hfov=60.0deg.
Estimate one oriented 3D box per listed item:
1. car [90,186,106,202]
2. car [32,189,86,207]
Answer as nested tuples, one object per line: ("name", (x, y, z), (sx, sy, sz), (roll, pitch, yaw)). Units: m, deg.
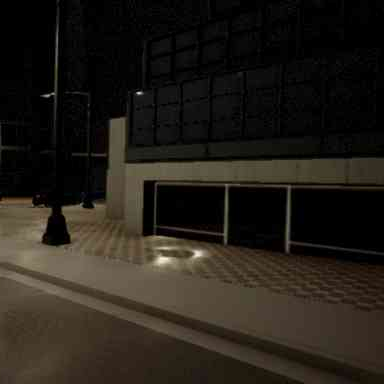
("car", (-11.644, 0.266, 40.328), (2.150, 2.045, 5.566), (2, 1, 37))
("car", (-12.996, 0.505, 32.467), (2.097, 1.767, 4.553), (2, 1, 36))
